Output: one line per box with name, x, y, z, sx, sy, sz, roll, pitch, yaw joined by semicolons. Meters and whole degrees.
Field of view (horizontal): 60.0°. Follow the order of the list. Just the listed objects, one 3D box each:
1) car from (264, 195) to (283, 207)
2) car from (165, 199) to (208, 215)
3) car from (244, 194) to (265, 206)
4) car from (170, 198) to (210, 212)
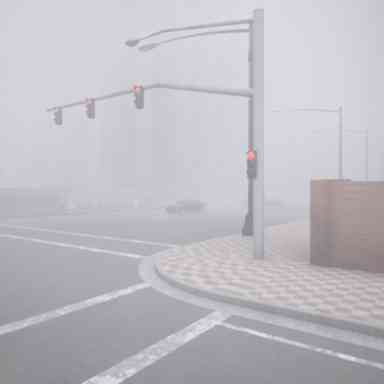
car;12.749;1.550;52.149;1.994;1.385;4.181;0;0;36
car;-0.645;1.463;33.708;1.882;1.535;5.008;0;0;36
car;10.599;1.310;55.135;2.150;2.045;5.566;0;0;36
car;-0.164;1.530;40.363;2.033;1.411;5.357;0;0;36
